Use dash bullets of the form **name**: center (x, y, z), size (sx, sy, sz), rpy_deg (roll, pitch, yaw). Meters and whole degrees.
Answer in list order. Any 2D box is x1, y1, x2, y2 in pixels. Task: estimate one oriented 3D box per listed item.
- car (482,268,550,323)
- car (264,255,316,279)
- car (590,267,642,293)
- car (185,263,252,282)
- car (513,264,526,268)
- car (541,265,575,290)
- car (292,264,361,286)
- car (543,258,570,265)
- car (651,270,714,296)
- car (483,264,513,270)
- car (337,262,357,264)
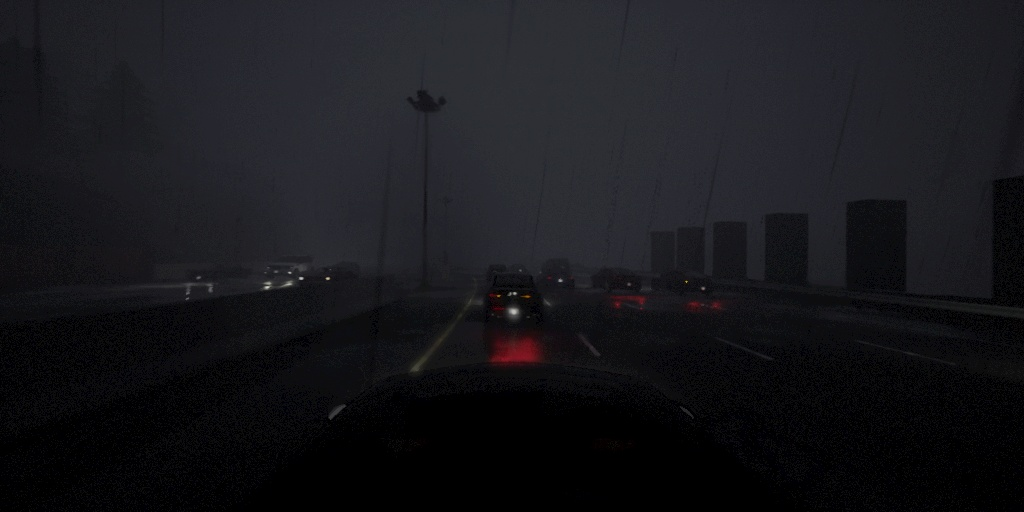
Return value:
- **car**: center (0.010, 1.328, 12.487), size (1.837, 1.490, 4.892), rpy_deg (1, 0, -1)
- **car**: center (-19.120, 0.923, 31.293), size (2.150, 2.045, 5.566), rpy_deg (1, -1, -7)
- **car**: center (6.465, 1.455, 22.791), size (1.882, 1.535, 5.008), rpy_deg (1, 0, -4)
- **car**: center (-22.202, 1.233, 27.358), size (1.895, 1.301, 4.718), rpy_deg (1, 0, -6)
- **car**: center (0.565, 1.590, 41.469), size (1.994, 1.385, 4.181), rpy_deg (1, 0, -10)
- **car**: center (2.845, 1.503, 24.089), size (1.994, 1.385, 4.181), rpy_deg (1, 0, -5)
- **car**: center (-11.178, 1.342, 22.121), size (1.895, 1.301, 4.718), rpy_deg (1, 0, -5)
- **car**: center (4.640, 1.283, 38.437), size (2.150, 2.045, 5.566), rpy_deg (1, 0, -9)
- **car**: center (10.096, 1.542, 21.479), size (1.812, 1.442, 4.674), rpy_deg (1, 0, -3)
- **car**: center (-1.300, 1.432, 30.426), size (1.837, 1.490, 4.892), rpy_deg (1, 0, -7)
- **car**: center (-16.016, 1.275, 34.634), size (1.882, 1.535, 5.008), rpy_deg (1, 0, -9)
